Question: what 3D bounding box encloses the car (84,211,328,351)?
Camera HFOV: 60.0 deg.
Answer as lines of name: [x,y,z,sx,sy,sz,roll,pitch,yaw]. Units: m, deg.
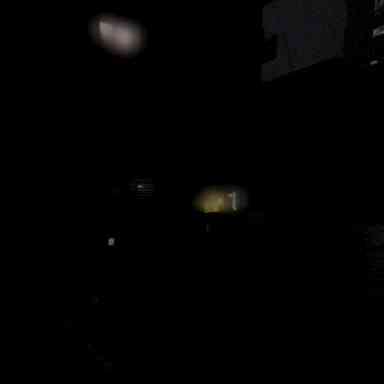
car: [0.597,1.355,6.488,5.009,1.841,2.192,1,1,-35]
